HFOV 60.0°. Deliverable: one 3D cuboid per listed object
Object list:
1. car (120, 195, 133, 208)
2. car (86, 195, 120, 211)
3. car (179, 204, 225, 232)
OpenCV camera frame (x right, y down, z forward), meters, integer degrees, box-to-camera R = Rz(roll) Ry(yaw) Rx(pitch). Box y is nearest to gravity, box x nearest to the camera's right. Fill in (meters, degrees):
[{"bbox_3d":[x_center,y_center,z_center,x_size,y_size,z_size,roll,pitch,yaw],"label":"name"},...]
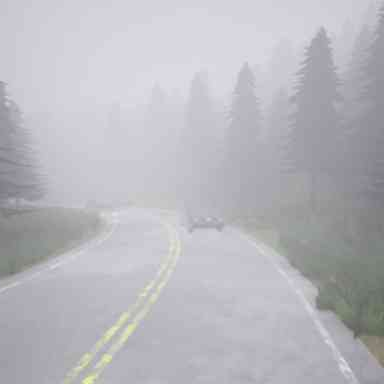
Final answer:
[{"bbox_3d":[-8.897,1.170,40.112,2.128,1.511,4.902,-4,2,-37],"label":"car"},{"bbox_3d":[-9.859,1.304,35.767,1.882,1.535,5.008,-3,1,-35],"label":"car"},{"bbox_3d":[0.423,1.371,18.847,2.033,1.411,5.357,0,1,-9],"label":"car"}]
